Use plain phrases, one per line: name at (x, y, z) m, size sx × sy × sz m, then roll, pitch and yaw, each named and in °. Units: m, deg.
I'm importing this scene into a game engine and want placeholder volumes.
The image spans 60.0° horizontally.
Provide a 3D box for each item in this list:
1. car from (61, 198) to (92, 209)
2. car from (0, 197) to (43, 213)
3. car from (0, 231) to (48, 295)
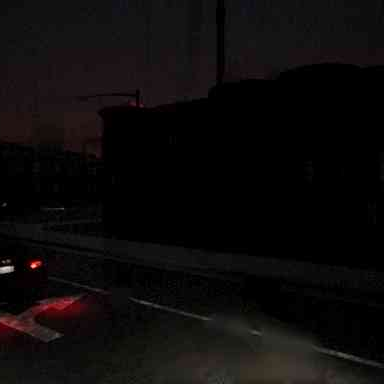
car at (-16.140, 1.560, 46.503) m, size 1.994 × 1.385 × 4.181 m, roll 0°, pitch 0°, yaw 36°
car at (-18.973, 1.350, 36.546) m, size 2.097 × 1.767 × 4.553 m, roll 0°, pitch 0°, yaw 36°
car at (-5.566, 1.547, 7.940) m, size 5.357 × 1.411 × 2.033 m, roll 0°, pitch 0°, yaw 38°
